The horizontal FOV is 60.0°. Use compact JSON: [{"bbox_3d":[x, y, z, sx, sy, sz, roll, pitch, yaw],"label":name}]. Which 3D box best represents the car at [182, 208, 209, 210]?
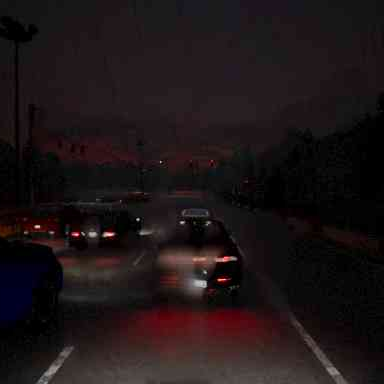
[{"bbox_3d":[0.173,1.484,17.782,1.895,1.301,4.718,0,0,0],"label":"car"}]

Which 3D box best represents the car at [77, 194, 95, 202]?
[{"bbox_3d":[-20.670,1.146,65.028,1.895,1.301,4.718,0,0,1],"label":"car"}]

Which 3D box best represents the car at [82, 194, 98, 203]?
[{"bbox_3d":[-17.274,1.164,57.398,1.994,1.385,4.181,0,0,1],"label":"car"}]

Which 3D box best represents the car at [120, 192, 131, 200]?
[{"bbox_3d":[-13.697,1.075,64.495,1.812,1.442,4.674,0,0,1],"label":"car"}]

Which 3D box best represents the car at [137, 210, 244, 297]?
[{"bbox_3d":[0.126,1.441,8.452,2.128,1.511,4.902,0,0,0],"label":"car"}]

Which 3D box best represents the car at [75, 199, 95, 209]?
[{"bbox_3d":[-6.844,1.365,17.182,1.882,1.535,5.008,0,0,0],"label":"car"}]

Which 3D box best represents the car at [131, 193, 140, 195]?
[{"bbox_3d":[-13.600,1.002,74.516,1.812,1.442,4.674,0,0,0],"label":"car"}]

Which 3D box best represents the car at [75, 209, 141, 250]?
[{"bbox_3d":[-3.350,1.459,13.769,2.033,1.411,5.357,0,0,0],"label":"car"}]

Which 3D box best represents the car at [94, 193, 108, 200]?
[{"bbox_3d":[-20.596,0.949,75.355,1.882,1.535,5.008,0,0,0],"label":"car"}]

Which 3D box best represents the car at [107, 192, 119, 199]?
[{"bbox_3d":[-20.532,0.867,86.439,1.882,1.535,5.008,0,0,0],"label":"car"}]

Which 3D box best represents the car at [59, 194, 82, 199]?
[{"bbox_3d":[-20.781,1.089,55.695,1.882,1.535,5.008,0,0,2],"label":"car"}]

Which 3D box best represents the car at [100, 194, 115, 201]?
[{"bbox_3d":[-17.142,1.092,67.374,1.994,1.385,4.181,0,0,0],"label":"car"}]

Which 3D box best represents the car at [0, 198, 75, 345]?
[{"bbox_3d":[-3.388,1.206,3.596,2.150,2.045,5.566,0,0,0],"label":"car"}]

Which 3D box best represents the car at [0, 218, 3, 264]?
[{"bbox_3d":[-6.882,1.516,8.197,1.994,1.385,4.181,0,0,1],"label":"car"}]

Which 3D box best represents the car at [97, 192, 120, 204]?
[{"bbox_3d":[-13.796,1.139,55.432,1.812,1.442,4.674,0,0,1],"label":"car"}]

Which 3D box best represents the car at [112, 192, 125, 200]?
[{"bbox_3d":[-17.083,0.811,77.507,2.097,1.767,4.553,0,0,0],"label":"car"}]
